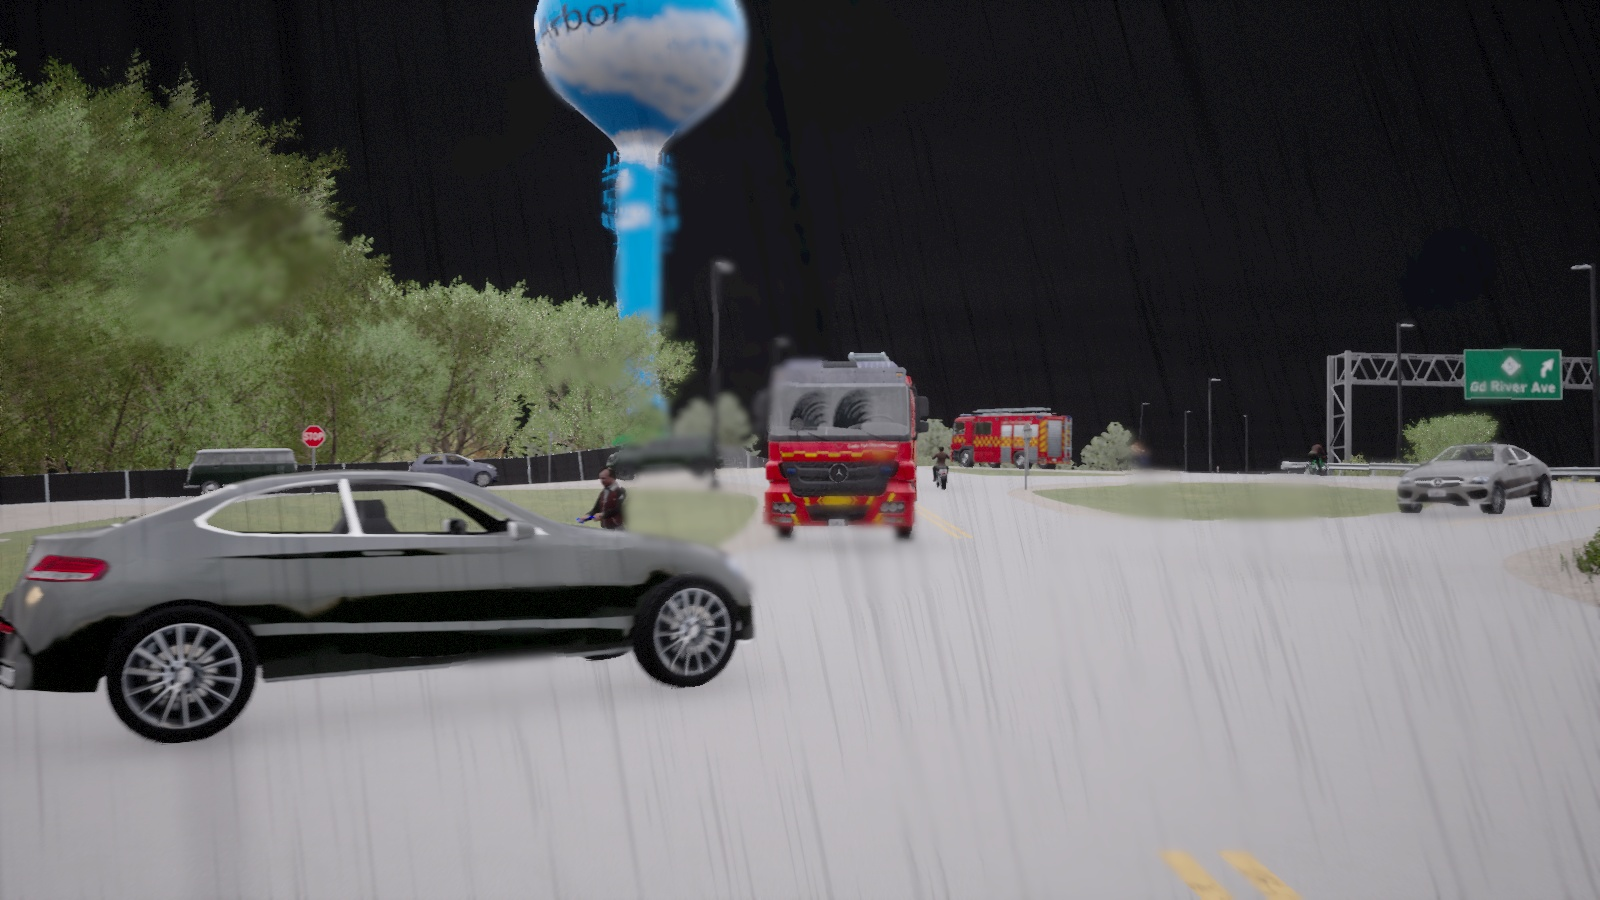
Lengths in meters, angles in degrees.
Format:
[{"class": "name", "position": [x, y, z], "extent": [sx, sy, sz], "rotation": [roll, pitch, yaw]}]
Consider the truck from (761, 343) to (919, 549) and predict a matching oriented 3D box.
[{"class": "truck", "position": [1.143, -0.098, 27.672], "extent": [2.891, 3.827, 8.468], "rotation": [-1, 0, 6]}]

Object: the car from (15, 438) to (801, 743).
[{"class": "car", "position": [-2.741, 0.826, 9.265], "extent": [5.027, 1.651, 2.152], "rotation": [-1, -2, -29]}]

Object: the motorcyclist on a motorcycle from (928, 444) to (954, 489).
[{"class": "motorcyclist on a motorcycle", "position": [5.356, 0.608, 47.763], "extent": [0.766, 1.649, 2.350], "rotation": [0, 1, 1]}]

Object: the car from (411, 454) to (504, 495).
[{"class": "car", "position": [-14.350, 1.020, 52.729], "extent": [3.633, 1.501, 1.845], "rotation": [-3, 0, -13]}]

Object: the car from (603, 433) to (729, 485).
[{"class": "car", "position": [-6.161, 0.448, 58.039], "extent": [5.566, 2.045, 2.150], "rotation": [-3, -2, -5]}]

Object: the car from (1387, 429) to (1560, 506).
[{"class": "car", "position": [16.716, 0.401, 31.048], "extent": [5.027, 1.651, 2.152], "rotation": [-2, -1, -42]}]

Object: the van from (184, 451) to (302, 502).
[{"class": "van", "position": [-23.806, 1.135, 53.841], "extent": [4.442, 1.987, 1.775], "rotation": [-2, -1, -19]}]

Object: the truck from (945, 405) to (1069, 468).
[{"class": "truck", "position": [13.233, -0.803, 81.202], "extent": [2.891, 3.827, 8.468], "rotation": [1, 0, -34]}]
